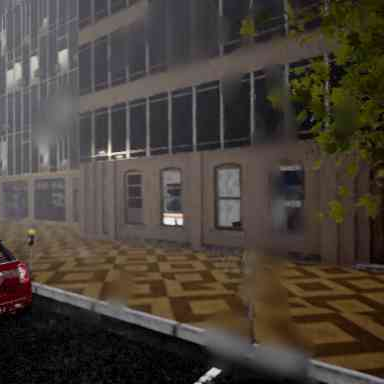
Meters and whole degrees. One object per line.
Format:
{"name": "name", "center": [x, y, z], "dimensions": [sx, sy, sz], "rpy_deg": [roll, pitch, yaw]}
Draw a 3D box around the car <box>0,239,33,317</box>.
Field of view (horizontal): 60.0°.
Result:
{"name": "car", "center": [-4.914, 1.509, 6.390], "dimensions": [4.097, 1.590, 1.967], "rpy_deg": [-1, 0, 36]}
